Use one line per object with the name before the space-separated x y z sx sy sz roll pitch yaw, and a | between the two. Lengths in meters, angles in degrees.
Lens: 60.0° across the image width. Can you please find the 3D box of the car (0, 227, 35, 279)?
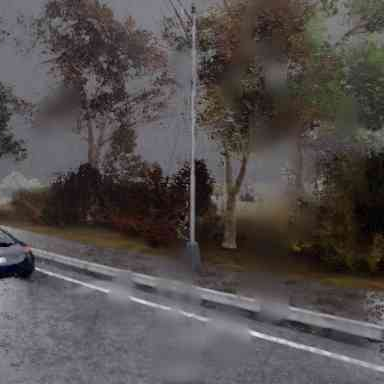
car | -6.091 1.602 9.168 4.181 1.385 1.994 0 0 41
